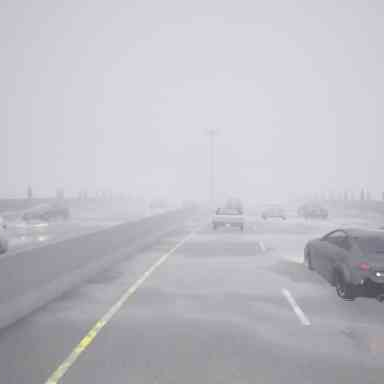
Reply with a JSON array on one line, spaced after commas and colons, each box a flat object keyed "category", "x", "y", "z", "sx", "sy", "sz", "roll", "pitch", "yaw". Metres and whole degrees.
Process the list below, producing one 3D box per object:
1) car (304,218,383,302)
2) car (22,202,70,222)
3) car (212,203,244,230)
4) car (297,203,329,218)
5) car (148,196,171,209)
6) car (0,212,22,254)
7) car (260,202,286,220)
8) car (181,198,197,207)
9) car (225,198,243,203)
[{"category": "car", "x": 4.211, "y": 1.587, "z": 8.327, "sx": 1.994, "sy": 1.385, "sz": 4.181, "roll": 0, "pitch": 0, "yaw": 6}, {"category": "car", "x": -11.288, "y": 1.521, "z": 26.118, "sx": 1.812, "sy": 1.442, "sz": 4.674, "roll": 0, "pitch": 0, "yaw": 8}, {"category": "car", "x": 2.401, "y": 1.641, "z": 21.558, "sx": 1.895, "sy": 1.301, "sz": 4.718, "roll": 0, "pitch": 0, "yaw": 8}, {"category": "car", "x": 10.638, "y": 1.643, "z": 29.557, "sx": 2.033, "sy": 1.411, "sz": 5.357, "roll": 0, "pitch": 0, "yaw": 8}, {"category": "car", "x": -4.727, "y": 1.599, "z": 46.685, "sx": 1.837, "sy": 1.490, "sz": 4.892, "roll": 0, "pitch": -1, "yaw": 9}, {"category": "car", "x": -6.650, "y": 1.199, "z": 7.590, "sx": 2.150, "sy": 2.045, "sz": 5.566, "roll": 0, "pitch": 0, "yaw": 5}, {"category": "car", "x": 7.005, "y": 1.605, "z": 28.976, "sx": 1.812, "sy": 1.442, "sz": 4.674, "roll": 0, "pitch": 0, "yaw": 8}, {"category": "car", "x": -0.305, "y": 1.663, "z": 52.581, "sx": 1.812, "sy": 1.442, "sz": 4.674, "roll": 0, "pitch": 0, "yaw": 9}, {"category": "car", "x": 5.103, "y": 1.460, "z": 40.082, "sx": 2.097, "sy": 1.767, "sz": 4.553, "roll": 0, "pitch": 0, "yaw": 8}]
